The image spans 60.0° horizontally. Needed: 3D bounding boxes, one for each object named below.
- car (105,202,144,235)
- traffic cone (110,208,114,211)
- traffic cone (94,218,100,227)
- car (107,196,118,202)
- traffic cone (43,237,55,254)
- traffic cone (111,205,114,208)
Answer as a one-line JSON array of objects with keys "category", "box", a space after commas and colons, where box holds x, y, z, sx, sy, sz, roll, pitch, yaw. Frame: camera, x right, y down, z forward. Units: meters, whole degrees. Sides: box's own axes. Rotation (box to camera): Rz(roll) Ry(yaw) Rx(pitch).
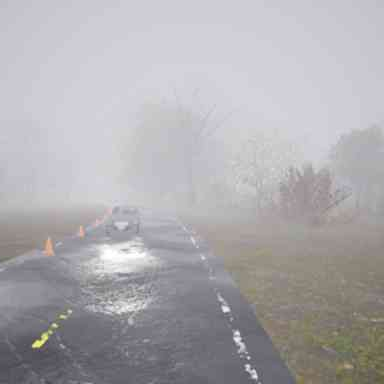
[{"category": "car", "box": [-3.864, 1.556, 19.377, 2.128, 1.511, 4.902, 0, 0, -6]}, {"category": "traffic cone", "box": [-7.849, 2.060, 32.084, 0.340, 0.580, 0.340, 0, 0, -10]}, {"category": "traffic cone", "box": [-6.368, 2.029, 22.337, 0.340, 0.580, 0.340, 0, 0, -7]}, {"category": "car", "box": [-17.312, 1.728, 72.122, 1.837, 1.490, 4.892, 0, 0, -23]}, {"category": "traffic cone", "box": [-5.393, 1.996, 12.526, 0.340, 0.580, 0.340, 0, 0, -4]}, {"category": "traffic cone", "box": [-8.778, 2.074, 36.926, 0.340, 0.580, 0.340, 0, 0, -12]}]
